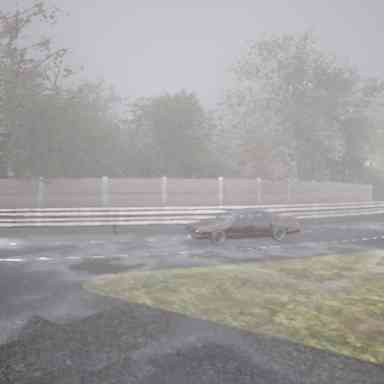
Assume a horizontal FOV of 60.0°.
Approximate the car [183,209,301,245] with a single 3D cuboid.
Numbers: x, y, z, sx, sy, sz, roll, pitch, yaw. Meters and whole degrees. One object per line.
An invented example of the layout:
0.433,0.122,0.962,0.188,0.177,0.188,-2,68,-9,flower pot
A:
2.338,1.498,15.158,5.357,1.411,2.033,0,0,-21,car
